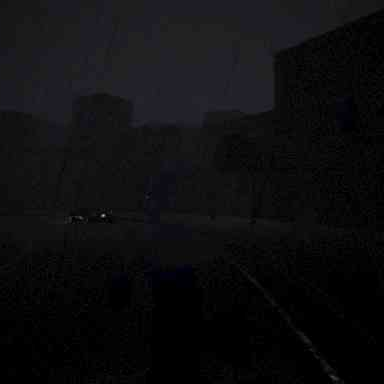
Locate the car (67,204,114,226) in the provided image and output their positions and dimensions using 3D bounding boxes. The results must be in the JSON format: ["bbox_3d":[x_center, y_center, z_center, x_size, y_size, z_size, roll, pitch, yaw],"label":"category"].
[{"bbox_3d":[-7.406,1.598,24.124,1.994,1.385,4.181,-3,1,-43],"label":"car"}]
